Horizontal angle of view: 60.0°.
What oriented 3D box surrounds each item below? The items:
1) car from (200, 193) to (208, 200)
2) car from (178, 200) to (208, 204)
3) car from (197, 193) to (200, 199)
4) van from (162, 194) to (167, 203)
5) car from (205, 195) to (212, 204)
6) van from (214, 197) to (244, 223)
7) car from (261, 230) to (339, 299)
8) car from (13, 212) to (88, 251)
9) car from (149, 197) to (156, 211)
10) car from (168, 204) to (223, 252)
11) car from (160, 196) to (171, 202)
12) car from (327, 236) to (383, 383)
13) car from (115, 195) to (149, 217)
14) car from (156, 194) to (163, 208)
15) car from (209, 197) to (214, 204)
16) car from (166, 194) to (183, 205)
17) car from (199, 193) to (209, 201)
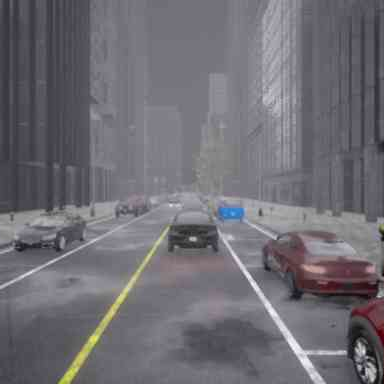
[{"bbox_3d":[2.883,1.353,58.905,1.967,1.590,4.097,0,0,0],"label":"car"},{"bbox_3d":[0.052,1.580,27.277,1.895,1.301,4.718,0,0,1],"label":"car"},{"bbox_3d":[2.890,1.215,75.823,2.192,1.841,5.009,0,0,0],"label":"car"},{"bbox_3d":[-5.639,1.247,64.562,1.690,1.788,3.998,0,0,0],"label":"van"},{"bbox_3d":[2.884,1.473,42.189,1.752,1.417,4.829,0,0,1],"label":"car"},{"bbox_3d":[2.870,1.324,25.064,1.690,1.788,3.998,0,0,0],"label":"van"},{"bbox_3d":[2.862,1.580,8.145,1.802,1.307,4.206,0,0,0],"label":"car"},{"bbox_3d":[-5.661,1.546,13.811,2.008,1.369,4.403,0,0,0],"label":"car"},{"bbox_3d":[-5.651,1.278,36.370,2.192,1.841,5.009,0,0,0],"label":"car"},{"bbox_3d":[0.060,1.472,13.992,1.882,1.535,5.008,0,0,0],"label":"car"},{"bbox_3d":[-5.638,1.467,70.201,1.947,1.339,4.313,0,0,0],"label":"car"},{"bbox_3d":[2.860,1.440,2.504,1.967,1.590,4.097,0,0,0],"label":"car"},{"bbox_3d":[-5.653,1.289,30.730,2.192,1.841,5.009,0,0,0],"label":"car"},{"bbox_3d":[-5.647,1.462,47.438,1.752,1.417,4.829,0,0,1],"label":"car"},{"bbox_3d":[2.873,1.498,30.876,1.752,1.417,4.829,0,0,0],"label":"car"},{"bbox_3d":[-3.031,1.478,58.213,1.994,1.385,4.181,0,0,1],"label":"car"},{"bbox_3d":[2.892,1.214,81.462,2.192,1.841,5.009,0,0,0],"label":"car"}]
